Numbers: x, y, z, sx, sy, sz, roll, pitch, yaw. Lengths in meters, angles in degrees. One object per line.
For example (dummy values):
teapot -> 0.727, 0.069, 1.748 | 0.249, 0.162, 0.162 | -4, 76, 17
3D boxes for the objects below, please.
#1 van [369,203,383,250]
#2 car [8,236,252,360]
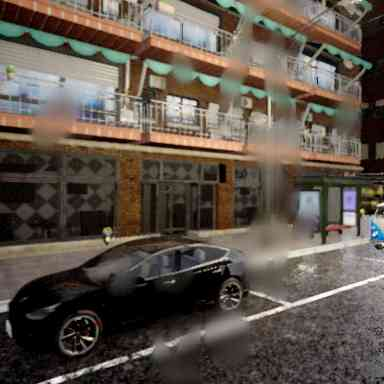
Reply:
van -> 8.265, 1.246, 12.433 | 3.998, 1.788, 1.690 | 0, 1, -35
car -> -0.809, 1.548, 5.968 | 4.313, 1.339, 1.947 | 0, 1, -35
